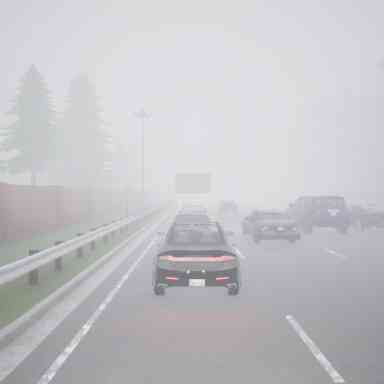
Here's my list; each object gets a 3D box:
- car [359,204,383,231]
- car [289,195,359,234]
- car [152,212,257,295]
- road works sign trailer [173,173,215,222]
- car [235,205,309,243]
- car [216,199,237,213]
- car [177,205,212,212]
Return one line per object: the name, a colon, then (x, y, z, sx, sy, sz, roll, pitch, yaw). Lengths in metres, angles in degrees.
car: (10.585, 1.477, 20.677, 1.882, 1.535, 5.008, 0, 0, 0)
car: (7.085, 1.218, 19.319, 2.150, 2.045, 5.566, 0, -1, 0)
car: (0.094, 1.491, 8.676, 2.128, 1.511, 4.902, 0, 0, 0)
road works sign trailer: (0.057, 0.464, 23.013, 2.380, 3.560, 2.880, 0, 0, -2)
car: (3.588, 1.547, 16.003, 2.033, 1.411, 5.357, 0, 0, 0)
car: (3.576, 1.503, 34.024, 1.837, 1.490, 4.892, 0, -1, 0)
car: (0.125, 1.474, 19.093, 1.882, 1.535, 5.008, 0, 0, 4)
